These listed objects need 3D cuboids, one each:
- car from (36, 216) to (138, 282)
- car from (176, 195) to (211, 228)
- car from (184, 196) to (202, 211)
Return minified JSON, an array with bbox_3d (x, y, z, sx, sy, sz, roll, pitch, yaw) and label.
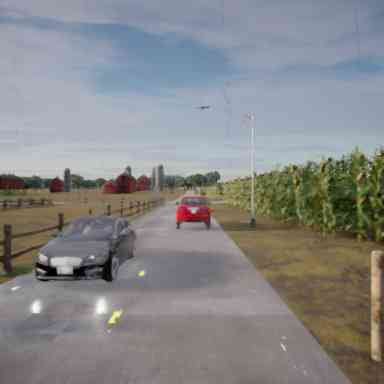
[{"bbox_3d":[-2.823,1.492,9.872,2.128,1.511,4.902,0,0,0],"label":"car"},{"bbox_3d":[0.091,1.222,22.233,2.150,2.045,5.566,0,0,0],"label":"car"},{"bbox_3d":[0.085,1.345,40.759,2.097,1.767,4.553,0,0,0],"label":"car"}]
